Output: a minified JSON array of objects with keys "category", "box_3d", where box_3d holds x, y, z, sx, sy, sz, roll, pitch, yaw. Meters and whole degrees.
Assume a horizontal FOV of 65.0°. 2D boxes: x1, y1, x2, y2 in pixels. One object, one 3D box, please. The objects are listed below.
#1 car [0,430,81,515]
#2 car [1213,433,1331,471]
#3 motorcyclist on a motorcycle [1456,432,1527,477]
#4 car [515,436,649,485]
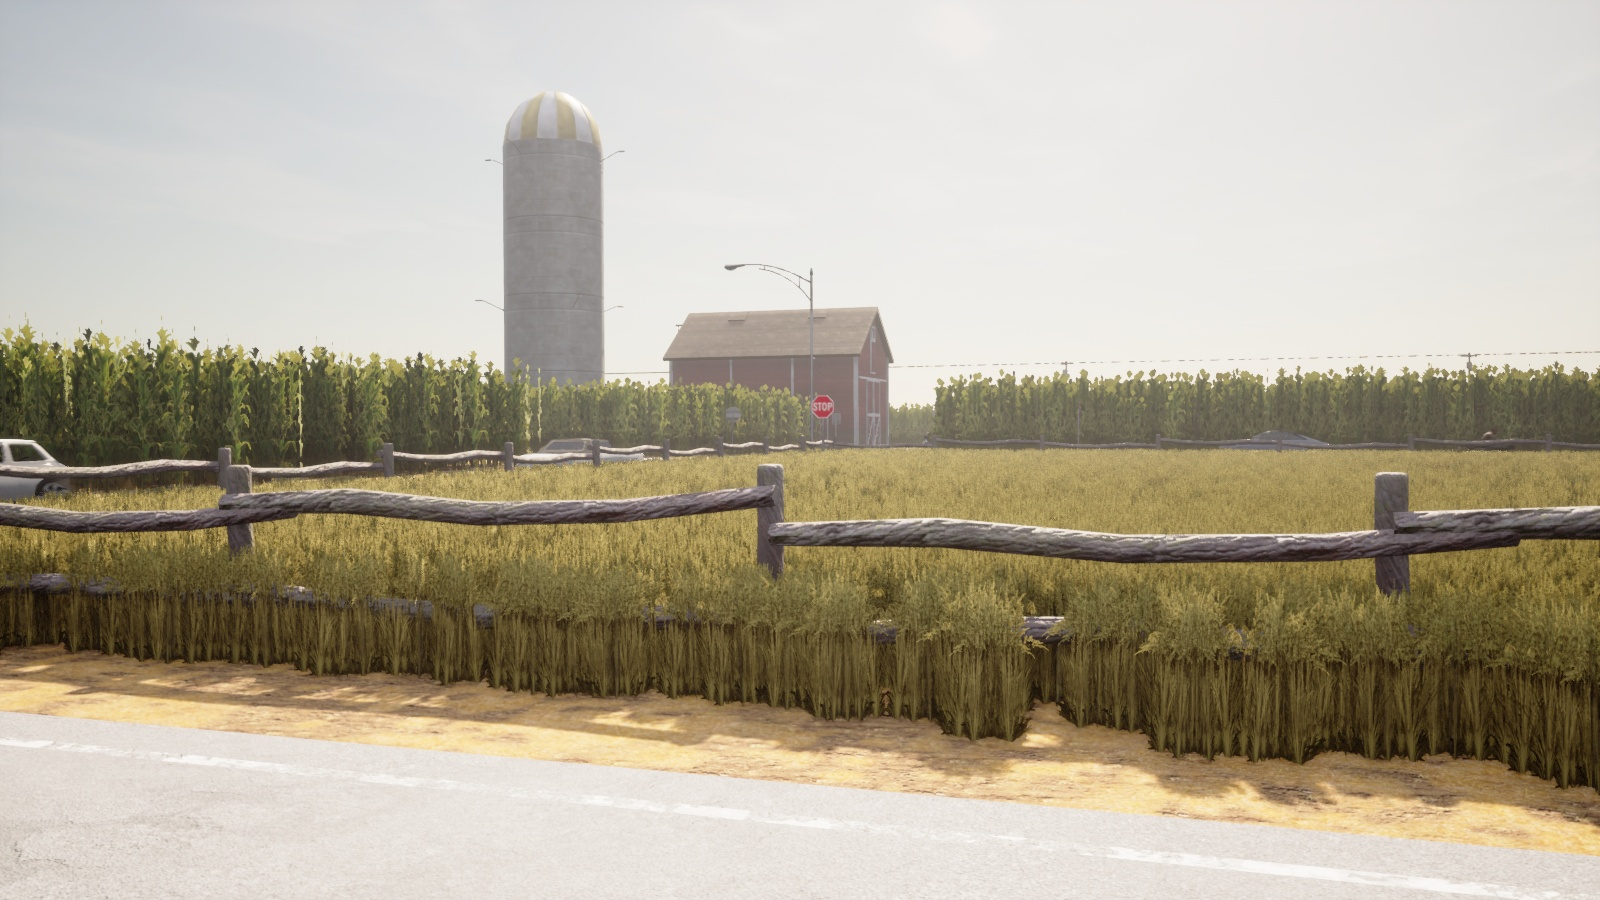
[{"category":"car","box_3d":[-14.866,0.387,21.783,1.970,1.475,3.806,1,1,19]},{"category":"car","box_3d":[18.296,0.062,48.869,4.181,1.385,1.994,1,1,19]},{"category":"motorcyclist on a motorcycle","box_3d":[24.012,0.137,43.630,2.044,1.523,0.797,1,1,19]},{"category":"car","box_3d":[-6.354,0.263,37.263,1.895,1.301,4.718,1,1,19]}]
